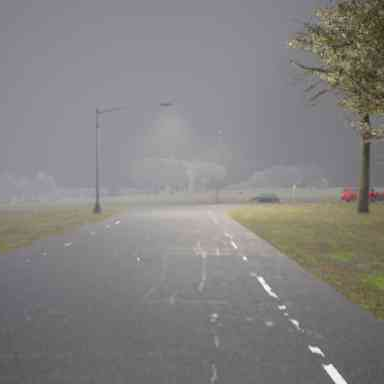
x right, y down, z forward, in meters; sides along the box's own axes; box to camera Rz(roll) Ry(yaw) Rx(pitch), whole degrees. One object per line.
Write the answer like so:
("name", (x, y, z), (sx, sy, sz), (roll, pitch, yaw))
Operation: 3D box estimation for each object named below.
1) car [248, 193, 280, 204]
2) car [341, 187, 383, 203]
("car", (10.799, 0.920, 50.159), (4.553, 1.767, 2.097), (-1, -2, -1))
("car", (22.351, 0.404, 43.384), (5.566, 2.045, 2.150), (-1, -2, -1))
